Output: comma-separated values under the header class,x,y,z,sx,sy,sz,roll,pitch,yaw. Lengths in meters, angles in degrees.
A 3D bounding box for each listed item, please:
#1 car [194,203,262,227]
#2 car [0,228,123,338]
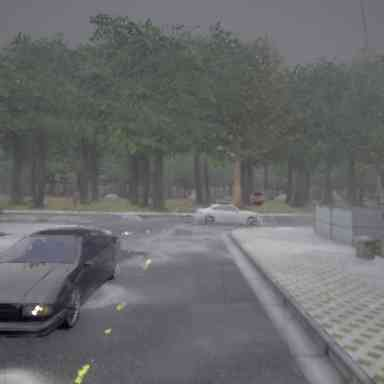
class,x,y,z,sx,sy,sz,roll,pitch,yaw
car,2.461,1.529,22.905,4.674,1.442,1.812,1,1,0
car,-2.822,1.531,7.129,2.033,1.411,5.357,0,0,0
